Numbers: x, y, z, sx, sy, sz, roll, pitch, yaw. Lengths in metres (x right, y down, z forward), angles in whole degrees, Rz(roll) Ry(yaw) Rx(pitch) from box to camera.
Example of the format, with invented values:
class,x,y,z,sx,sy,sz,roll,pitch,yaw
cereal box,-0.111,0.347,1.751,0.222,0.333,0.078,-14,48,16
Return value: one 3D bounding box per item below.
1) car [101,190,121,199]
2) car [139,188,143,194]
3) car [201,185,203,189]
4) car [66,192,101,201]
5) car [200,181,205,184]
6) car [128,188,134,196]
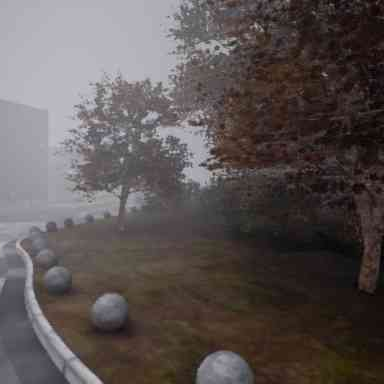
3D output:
class,x,y,z,sx,sy,sz,roll,pitch,yaw
car,-14.715,0.254,56.218,1.946,1.575,5.366,0,3,24
car,-10.169,-0.555,66.571,2.435,2.045,5.566,0,3,24
car,1.553,0.037,55.985,1.812,1.442,4.674,0,3,24
car,-16.941,0.531,51.171,1.946,1.575,5.366,0,3,24
car,0.916,-1.924,91.837,2.435,2.045,5.566,0,3,24
car,-12.498,-0.020,61.271,1.946,1.575,5.366,0,3,24
